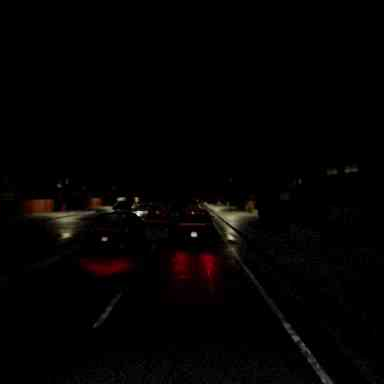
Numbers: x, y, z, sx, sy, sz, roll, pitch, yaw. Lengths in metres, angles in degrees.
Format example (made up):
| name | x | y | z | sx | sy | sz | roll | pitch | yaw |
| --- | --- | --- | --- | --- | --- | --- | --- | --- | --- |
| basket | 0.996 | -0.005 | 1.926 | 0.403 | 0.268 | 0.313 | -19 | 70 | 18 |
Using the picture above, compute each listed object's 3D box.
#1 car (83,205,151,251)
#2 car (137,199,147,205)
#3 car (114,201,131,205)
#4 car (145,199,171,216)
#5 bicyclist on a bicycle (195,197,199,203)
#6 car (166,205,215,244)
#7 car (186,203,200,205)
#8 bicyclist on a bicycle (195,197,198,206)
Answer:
| name | x | y | z | sx | sy | sz | roll | pitch | yaw |
| --- | --- | --- | --- | --- | --- | --- | --- | --- | --- |
| car | -3.163 | 1.573 | 14.528 | 1.882 | 1.535 | 5.008 | 0 | 0 | 0 |
| car | -6.562 | 1.740 | 47.311 | 2.097 | 1.767 | 4.553 | 0 | 0 | 0 |
| car | -9.816 | 1.935 | 47.134 | 2.033 | 1.411 | 5.357 | 0 | -1 | 0 |
| car | -3.145 | 1.724 | 32.846 | 1.882 | 1.535 | 5.008 | 0 | 0 | 0 |
| bicyclist on a bicycle | 0.914 | 1.952 | 59.183 | 0.866 | 1.612 | 1.509 | 0 | -1 | 0 |
| car | 0.095 | 1.602 | 16.455 | 2.128 | 1.511 | 4.902 | 0 | 0 | 0 |
| car | 0.106 | 1.773 | 32.997 | 1.812 | 1.442 | 4.674 | 0 | 0 | 0 |
| bicyclist on a bicycle | 0.922 | 1.975 | 68.182 | 0.659 | 1.776 | 1.843 | 0 | 0 | 0 |
